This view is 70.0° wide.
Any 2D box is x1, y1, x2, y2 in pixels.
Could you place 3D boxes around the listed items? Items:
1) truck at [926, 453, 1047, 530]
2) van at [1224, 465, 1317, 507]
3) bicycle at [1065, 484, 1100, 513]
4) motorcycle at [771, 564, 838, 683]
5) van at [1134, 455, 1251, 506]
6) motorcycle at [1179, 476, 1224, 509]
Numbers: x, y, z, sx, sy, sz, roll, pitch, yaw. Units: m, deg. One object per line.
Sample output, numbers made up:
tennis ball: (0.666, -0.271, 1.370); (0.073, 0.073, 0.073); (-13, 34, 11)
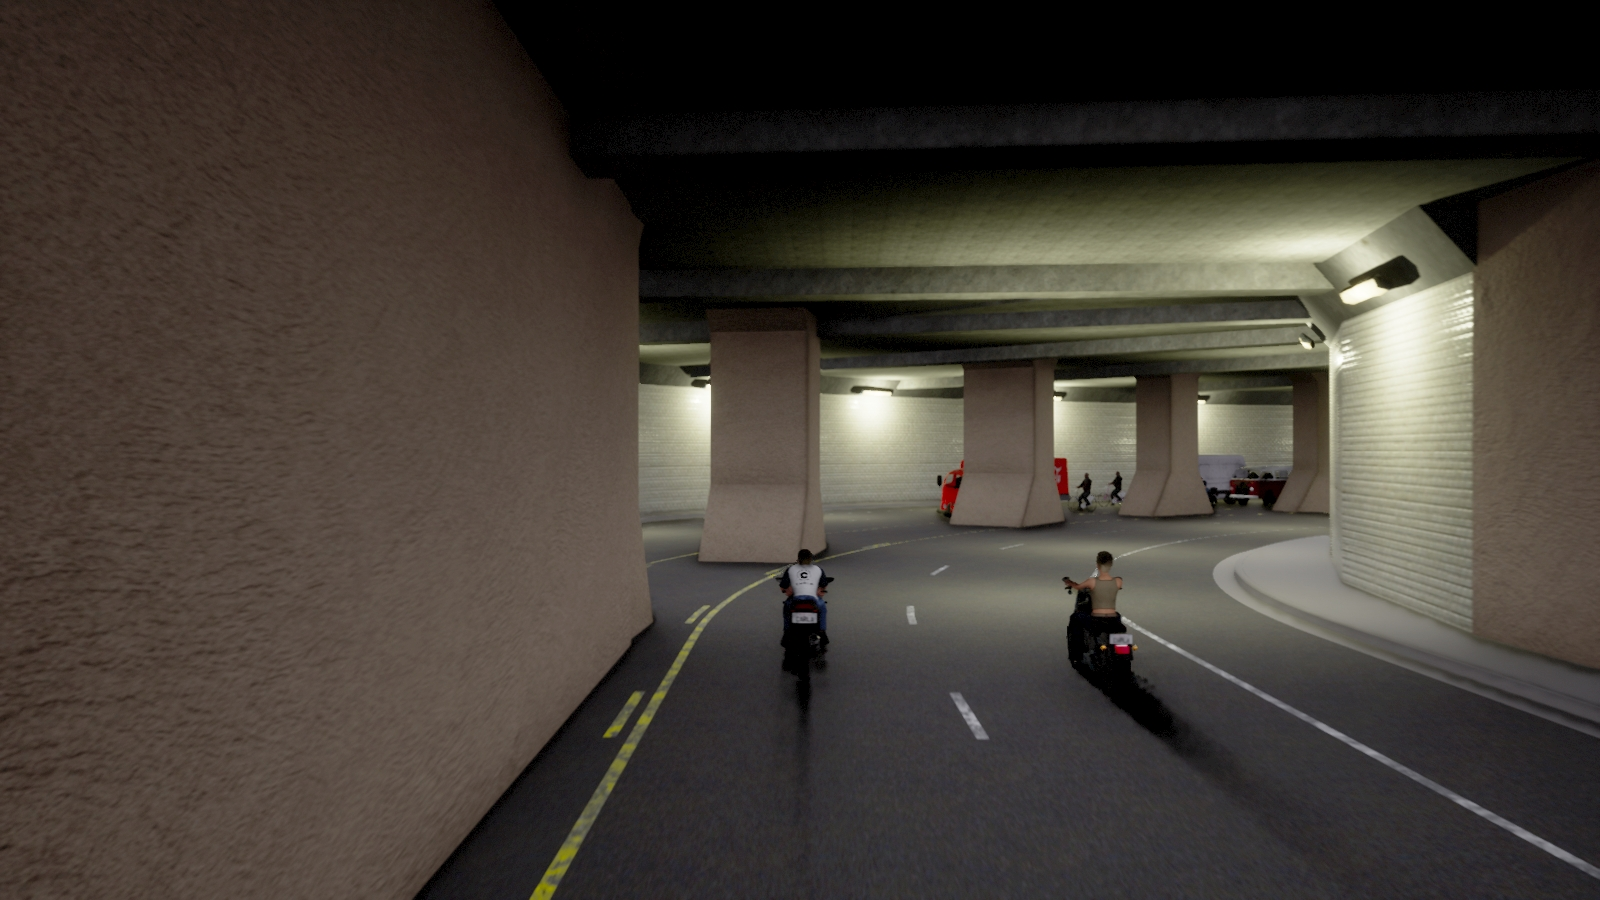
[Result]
truck: (7.942, 1.667, 48.298); (2.627, 2.467, 5.204); (8, 9, 39)
van: (23.806, 1.782, 57.814); (4.480, 2.038, 2.069); (0, 0, -30)
bicycle: (12.679, 2.170, 51.282); (1.835, 1.251, 0.329); (0, 0, -33)
motorcycle: (0.059, 2.173, 14.654); (0.803, 1.224, 2.033); (0, 0, 1)
van: (20.370, 1.534, 59.284); (5.915, 2.561, 1.988); (0, 0, -23)
motorcycle: (19.343, 2.033, 55.050); (2.033, 1.505, 0.803); (0, 0, -24)
